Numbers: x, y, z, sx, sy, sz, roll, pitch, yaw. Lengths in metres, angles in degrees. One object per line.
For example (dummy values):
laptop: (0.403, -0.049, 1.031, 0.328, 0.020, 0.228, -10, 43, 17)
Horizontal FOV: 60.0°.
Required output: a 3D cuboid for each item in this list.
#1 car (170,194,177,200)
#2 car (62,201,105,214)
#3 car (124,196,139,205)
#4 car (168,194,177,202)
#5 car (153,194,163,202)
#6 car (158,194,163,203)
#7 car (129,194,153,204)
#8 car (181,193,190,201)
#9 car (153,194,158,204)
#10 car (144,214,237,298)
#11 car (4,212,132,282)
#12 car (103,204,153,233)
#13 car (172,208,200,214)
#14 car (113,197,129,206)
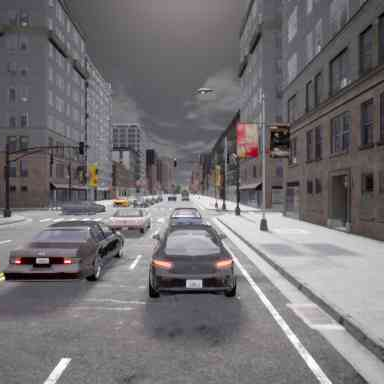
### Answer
car: (-5.058, 1.382, 90.702, 1.837, 1.490, 4.892, 0, 0, -1)
car: (-10.898, 1.563, 33.631, 4.181, 1.385, 1.994, 0, 0, -1)
car: (-11.011, 1.541, 60.716, 1.812, 1.442, 4.674, 0, 0, -1)
car: (-4.847, 1.489, 80.285, 1.882, 1.535, 5.008, 0, 0, -1)
car: (-8.081, 1.357, 79.475, 2.097, 1.767, 4.553, 0, 0, -1)
car: (-7.874, 1.541, 69.244, 2.128, 1.511, 4.902, 0, 0, -1)
car: (-7.577, 1.505, 50.021, 2.128, 1.511, 4.902, 0, 0, -1)
car: (-1.606, 1.607, 80.797, 1.895, 1.301, 4.718, 0, 0, -1)
car: (-7.748, 1.507, 59.374, 2.128, 1.511, 4.902, 0, 0, -1)
car: (-0.038, 1.526, 8.429, 1.812, 1.442, 4.674, 0, 0, -2)
car: (-3.314, 1.548, 9.767, 2.033, 1.411, 5.357, 0, 0, -1)
car: (-3.513, 1.603, 19.432, 1.895, 1.301, 4.718, 0, 0, -1)
car: (-0.333, 1.549, 18.016, 2.033, 1.411, 5.357, 0, 0, -1)
car: (-10.859, 1.492, 51.494, 1.882, 1.535, 5.008, 0, 0, -1)
